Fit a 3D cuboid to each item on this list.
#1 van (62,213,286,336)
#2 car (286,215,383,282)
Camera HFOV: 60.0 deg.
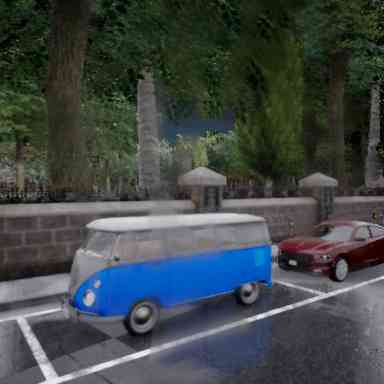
[{"bbox_3d":[-0.239,1.333,6.369,3.998,1.788,1.690,0,0,-36],"label":"van"},{"bbox_3d":[4.366,1.524,9.657,4.507,1.381,1.887,0,0,-36],"label":"car"}]
